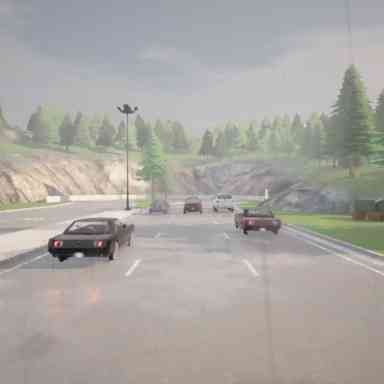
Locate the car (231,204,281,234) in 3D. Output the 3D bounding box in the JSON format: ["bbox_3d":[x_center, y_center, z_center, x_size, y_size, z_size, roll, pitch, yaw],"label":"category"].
[{"bbox_3d":[3.602,1.601,19.109,1.895,1.301,4.718,0,0,0],"label":"car"}]

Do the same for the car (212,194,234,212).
[{"bbox_3d":[3.615,1.219,39.222,2.150,2.045,5.566,0,0,0],"label":"car"}]

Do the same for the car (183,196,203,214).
[{"bbox_3d":[0.097,1.478,35.303,1.882,1.535,5.008,0,0,0],"label":"car"}]

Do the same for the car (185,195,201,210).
[{"bbox_3d":[0.197,1.352,44.532,2.097,1.767,4.553,0,0,1],"label":"car"}]

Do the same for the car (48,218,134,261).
[{"bbox_3d":[-3.398,1.601,12.229,1.895,1.301,4.718,0,0,0],"label":"car"}]

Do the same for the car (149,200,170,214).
[{"bbox_3d":[-3.396,1.547,35.070,2.033,1.411,5.357,0,0,0],"label":"car"}]
